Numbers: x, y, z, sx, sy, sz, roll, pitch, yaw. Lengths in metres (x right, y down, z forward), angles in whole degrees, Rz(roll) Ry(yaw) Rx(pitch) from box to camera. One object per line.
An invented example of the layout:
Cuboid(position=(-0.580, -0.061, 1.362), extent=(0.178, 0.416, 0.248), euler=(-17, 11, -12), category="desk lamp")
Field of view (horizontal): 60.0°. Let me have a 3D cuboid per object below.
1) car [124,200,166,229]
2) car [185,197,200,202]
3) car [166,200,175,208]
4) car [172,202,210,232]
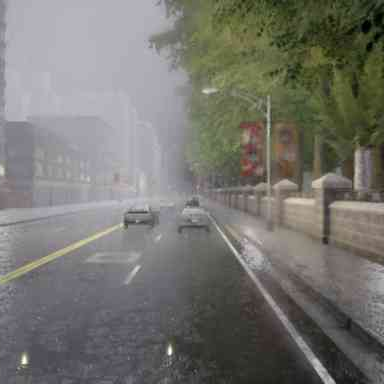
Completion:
Cuboid(position=(-3.147, 1.506, 21.598), extent=(2.128, 1.511, 4.902), euler=(0, 0, 0), category="car")
Cuboid(position=(0.105, 1.537, 48.079), extent=(1.837, 1.490, 4.892), euler=(0, 0, 0), category="car")
Cuboid(position=(-3.145, 1.630, 43.100), extent=(1.895, 1.301, 4.718), euler=(0, 0, 0), category="car")
Cuboid(position=(0.103, 1.561, 19.965), extent=(2.033, 1.411, 5.357), euler=(0, 0, 0), category="car")
